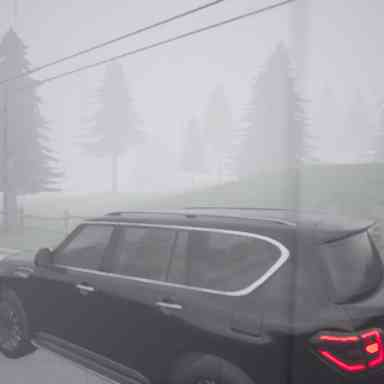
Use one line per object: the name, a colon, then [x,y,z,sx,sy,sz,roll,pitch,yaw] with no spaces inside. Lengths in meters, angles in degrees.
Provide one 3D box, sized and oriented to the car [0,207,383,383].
car: [-0.447,1.221,4.313,5.566,2.045,2.150,0,0,35]
